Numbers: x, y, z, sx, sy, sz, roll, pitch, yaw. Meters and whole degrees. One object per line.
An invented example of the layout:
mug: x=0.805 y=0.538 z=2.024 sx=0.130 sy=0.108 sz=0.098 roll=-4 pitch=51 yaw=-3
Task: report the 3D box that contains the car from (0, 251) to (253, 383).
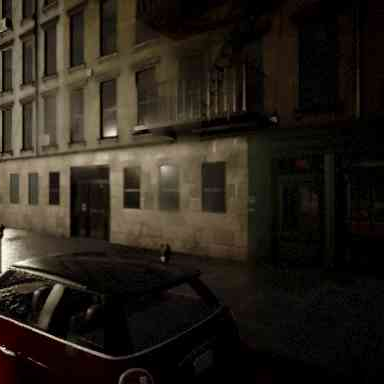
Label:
car: x=-1.481 y=1.436 z=3.893 sx=4.097 sy=1.590 sz=1.967 roll=0 pitch=0 yaw=36
